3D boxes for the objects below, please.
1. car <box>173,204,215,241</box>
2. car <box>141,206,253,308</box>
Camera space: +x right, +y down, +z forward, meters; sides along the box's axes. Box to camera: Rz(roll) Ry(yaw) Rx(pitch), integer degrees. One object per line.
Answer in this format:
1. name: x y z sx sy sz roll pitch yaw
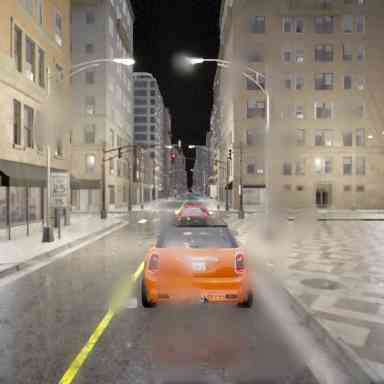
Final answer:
1. car: 0.094 1.476 17.691 1.882 1.535 5.008 0 0 0
2. car: 0.094 1.352 8.091 2.097 1.767 4.553 0 0 0
